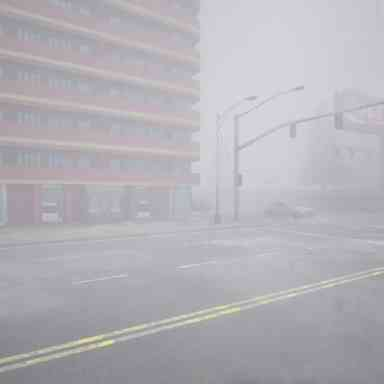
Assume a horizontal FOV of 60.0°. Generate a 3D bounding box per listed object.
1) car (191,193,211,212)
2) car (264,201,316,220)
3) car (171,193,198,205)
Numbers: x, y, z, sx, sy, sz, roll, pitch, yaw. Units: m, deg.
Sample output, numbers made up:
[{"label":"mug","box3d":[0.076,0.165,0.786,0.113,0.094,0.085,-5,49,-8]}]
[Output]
[{"label":"car","box3d":[0.272,1.352,39.622,2.097,1.767,4.553,0,0,-34]},{"label":"car","box3d":[8.095,1.526,27.999,1.812,1.442,4.674,0,0,-34]},{"label":"car","box3d":[-1.456,1.221,61.344,2.150,2.045,5.566,0,0,-34]}]
